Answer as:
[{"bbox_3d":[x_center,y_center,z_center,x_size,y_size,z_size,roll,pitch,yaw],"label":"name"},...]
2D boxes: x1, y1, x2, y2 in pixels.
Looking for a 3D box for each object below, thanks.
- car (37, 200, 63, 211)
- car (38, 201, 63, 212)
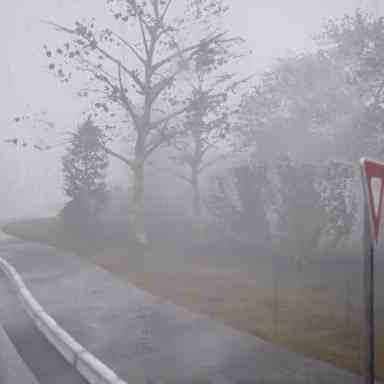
[{"bbox_3d":[-23.159,2.232,54.421,2.097,1.767,4.553,0,-2,5],"label":"car"},{"bbox_3d":[-20.110,2.185,49.037,1.837,1.490,4.892,0,-2,5],"label":"car"}]
